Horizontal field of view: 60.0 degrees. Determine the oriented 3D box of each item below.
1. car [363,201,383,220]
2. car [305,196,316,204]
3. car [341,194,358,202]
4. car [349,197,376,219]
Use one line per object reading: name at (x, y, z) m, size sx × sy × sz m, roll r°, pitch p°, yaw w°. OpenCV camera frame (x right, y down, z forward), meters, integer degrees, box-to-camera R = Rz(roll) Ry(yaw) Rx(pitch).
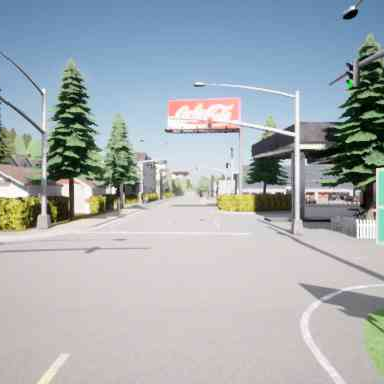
car at (18.668, 1.668, 30.638) m, size 4.611 × 1.667 × 2.242 m, roll 0°, pitch 0°, yaw 0°
car at (22.445, 1.546, 64.038) m, size 1.970 × 1.475 × 3.806 m, roll 0°, pitch 0°, yaw 0°
car at (34.842, 1.482, 71.841) m, size 2.007 × 1.523 × 4.514 m, roll 0°, pitch 0°, yaw 0°
car at (14.346, 1.502, 24.964) m, size 3.866 × 1.878 × 1.905 m, roll 0°, pitch 0°, yaw 0°
